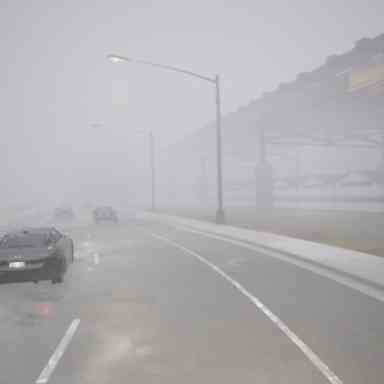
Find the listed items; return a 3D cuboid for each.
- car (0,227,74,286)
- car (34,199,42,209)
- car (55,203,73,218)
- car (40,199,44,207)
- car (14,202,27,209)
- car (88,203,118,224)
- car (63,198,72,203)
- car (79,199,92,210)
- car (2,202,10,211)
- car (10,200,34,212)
[{"bbox_3d":[-4.740,1.754,9.986,1.994,1.385,4.181,-1,0,-15],"label":"car"},{"bbox_3d":[-34.498,2.898,72.127,2.128,1.511,4.902,-1,0,-20],"label":"car"},{"bbox_3d":[-14.571,2.239,38.050,1.895,1.301,4.718,-1,0,-20],"label":"car"},{"bbox_3d":[-39.768,2.780,86.617,2.150,2.045,5.566,-1,0,-20],"label":"car"},{"bbox_3d":[-40.536,3.096,78.500,2.033,1.411,5.357,-1,0,-20],"label":"car"},{"bbox_3d":[-7.754,1.959,29.550,2.033,1.411,5.357,-1,0,-20],"label":"car"},{"bbox_3d":[-25.577,2.630,68.077,1.837,1.490,4.892,-1,0,-20],"label":"car"},{"bbox_3d":[-19.488,2.415,61.842,1.882,1.535,5.008,-1,0,-20],"label":"car"},{"bbox_3d":[-35.522,2.696,64.686,2.097,1.767,4.553,-1,0,-20],"label":"car"},{"bbox_3d":[-29.420,2.619,57.640,1.882,1.535,5.008,0,-1,-14],"label":"car"}]
